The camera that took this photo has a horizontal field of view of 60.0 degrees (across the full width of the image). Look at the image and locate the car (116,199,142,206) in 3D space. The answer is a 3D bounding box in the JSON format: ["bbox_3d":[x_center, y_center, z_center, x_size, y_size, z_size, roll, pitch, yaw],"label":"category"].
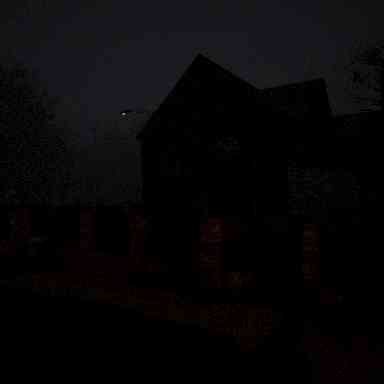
[{"bbox_3d":[-6.882,1.601,36.273,1.837,1.490,4.892,0,0,35],"label":"car"}]

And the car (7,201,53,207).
[{"bbox_3d":[-13.786,1.621,26.526,1.994,1.385,4.181,0,0,35],"label":"car"}]

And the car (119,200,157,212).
[{"bbox_3d":[-6.768,1.716,42.056,1.895,1.301,4.718,0,0,35],"label":"car"}]
